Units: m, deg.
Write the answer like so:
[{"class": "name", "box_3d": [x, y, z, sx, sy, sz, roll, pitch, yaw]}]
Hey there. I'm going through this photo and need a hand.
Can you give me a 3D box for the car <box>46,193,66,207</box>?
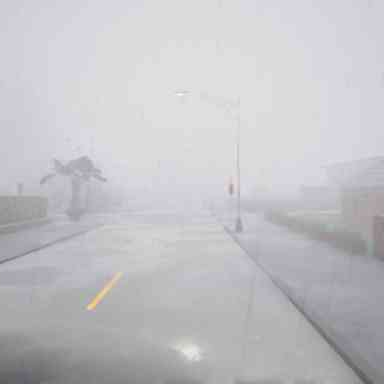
[{"class": "car", "box_3d": [-19.770, 1.100, 46.767, 1.905, 1.878, 3.866, 0, 0, 35]}]
